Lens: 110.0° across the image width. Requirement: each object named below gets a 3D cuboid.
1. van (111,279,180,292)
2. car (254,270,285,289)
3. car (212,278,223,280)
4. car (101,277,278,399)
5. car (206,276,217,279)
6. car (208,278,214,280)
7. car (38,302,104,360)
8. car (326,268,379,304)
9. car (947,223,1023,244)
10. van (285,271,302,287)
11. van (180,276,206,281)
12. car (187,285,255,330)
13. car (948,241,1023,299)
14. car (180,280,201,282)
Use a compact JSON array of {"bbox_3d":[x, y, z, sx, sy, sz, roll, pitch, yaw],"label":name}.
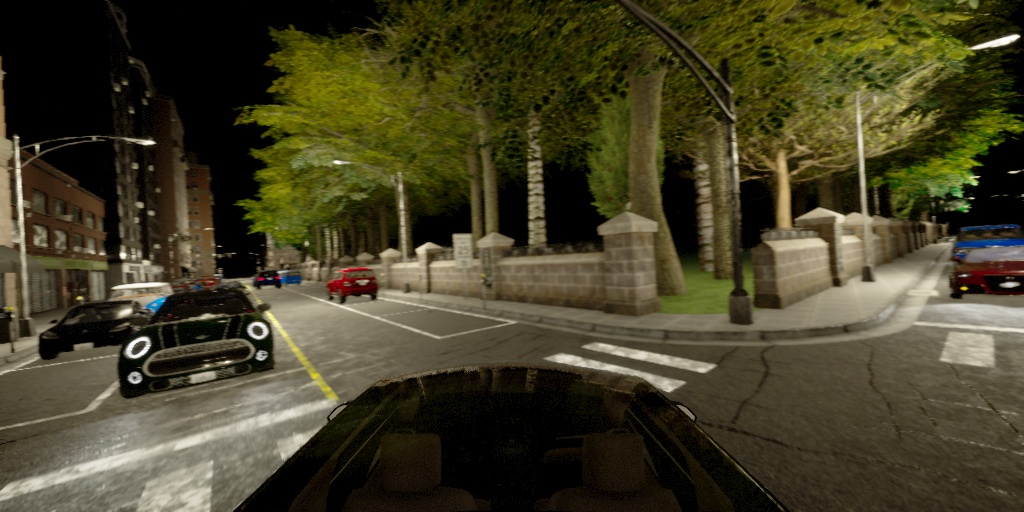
[{"bbox_3d":[-16.011,2.080,15.647,1.690,1.789,3.998,0,0,-38],"label":"van"},{"bbox_3d":[-27.106,2.634,39.820,2.150,2.045,5.566,-3,0,-38],"label":"car"},{"bbox_3d":[-20.762,2.577,26.332,2.033,1.411,5.357,-3,0,-37],"label":"car"},{"bbox_3d":[-6.528,1.505,7.736,2.097,1.767,4.553,-3,0,-38],"label":"car"},{"bbox_3d":[-36.665,3.537,42.580,1.888,1.381,4.507,0,0,-38],"label":"car"},{"bbox_3d":[-33.223,3.367,38.091,1.802,1.307,4.207,0,0,-38],"label":"car"},{"bbox_3d":[-12.569,2.093,11.158,1.948,1.339,4.313,0,0,-38],"label":"car"},{"bbox_3d":[-9.288,1.644,20.872,2.192,1.841,5.009,0,0,-38],"label":"car"},{"bbox_3d":[21.359,-0.370,16.028,5.566,2.045,2.150,-4,0,-38],"label":"car"},{"bbox_3d":[-26.492,2.716,43.307,1.690,1.789,3.998,0,0,-38],"label":"van"},{"bbox_3d":[-26.338,2.710,29.114,1.690,1.789,3.998,0,0,-38],"label":"van"},{"bbox_3d":[-12.541,2.089,15.584,1.994,1.385,4.181,-3,0,-38],"label":"car"},{"bbox_3d":[14.084,0.433,10.265,4.181,1.385,1.994,-4,0,-38],"label":"car"},{"bbox_3d":[-22.895,2.706,24.625,1.888,1.381,4.507,0,0,-38],"label":"car"}]
